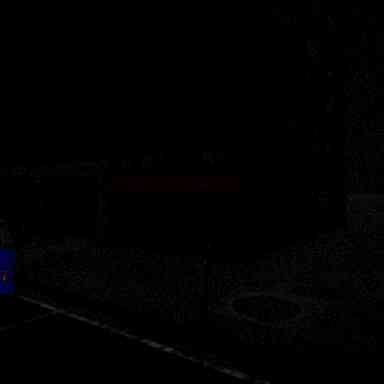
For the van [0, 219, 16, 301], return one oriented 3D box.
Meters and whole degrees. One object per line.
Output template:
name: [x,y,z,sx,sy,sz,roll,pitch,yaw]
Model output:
van: [-5.310,1.334,6.876,3.998,1.788,1.690,0,0,36]
